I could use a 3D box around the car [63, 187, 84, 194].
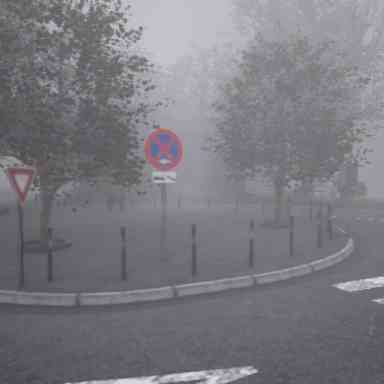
[{"bbox_3d":[-30.100,-0.393,84.384,4.792,1.488,2.163,-1,1,-22],"label":"car"}]

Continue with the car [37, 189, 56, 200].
[{"bbox_3d":[-21.656,0.467,49.616,1.895,1.301,4.718,-1,1,-21],"label":"car"}]

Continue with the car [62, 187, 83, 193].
[{"bbox_3d":[-32.251,-0.545,89.738,5.008,1.535,2.097,-1,2,-22],"label":"car"}]

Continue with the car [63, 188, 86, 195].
[{"bbox_3d":[-27.020,-0.242,76.493,4.892,1.521,2.231,-1,1,-22],"label":"car"}]

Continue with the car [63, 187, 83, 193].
[{"bbox_3d":[-31.205,-0.485,87.116,5.008,1.535,2.097,-1,2,-22],"label":"car"}]

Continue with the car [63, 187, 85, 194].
[{"bbox_3d":[-29.095,-0.363,81.745,5.008,1.535,2.097,-1,1,-22],"label":"car"}]

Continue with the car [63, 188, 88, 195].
[{"bbox_3d":[-24.933,-0.125,71.248,4.892,1.521,2.231,-1,2,-22],"label":"car"}]

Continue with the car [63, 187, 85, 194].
[{"bbox_3d":[-28.058,-0.303,79.119,5.008,1.535,2.097,-1,2,-22],"label":"car"}]

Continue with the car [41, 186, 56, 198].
[{"bbox_3d":[-25.472,-0.099,59.221,2.150,2.045,5.566,-1,1,-22],"label":"car"}]

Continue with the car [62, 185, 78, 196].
[{"bbox_3d":[-21.885,-0.090,63.333,4.553,1.767,2.185,-1,2,-22],"label":"car"}]

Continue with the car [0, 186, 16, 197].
[{"bbox_3d":[-34.555,-0.082,61.281,5.566,2.045,2.435,-1,1,-22],"label":"car"}]

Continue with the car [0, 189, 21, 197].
[{"bbox_3d":[-35.567,0.152,63.924,4.674,1.452,2.002,-1,1,-22],"label":"car"}]
